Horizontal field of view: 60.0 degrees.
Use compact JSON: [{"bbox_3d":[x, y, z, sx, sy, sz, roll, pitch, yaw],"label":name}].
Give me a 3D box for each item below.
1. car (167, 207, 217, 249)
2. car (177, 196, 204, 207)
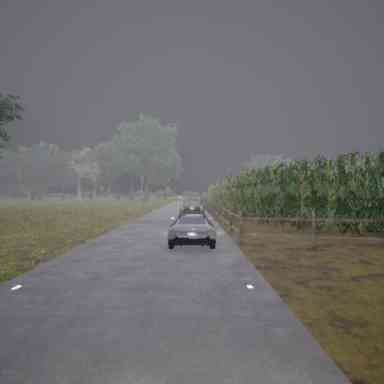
[{"bbox_3d":[0.000,1.579,14.650,1.994,1.385,4.181,0,0,0],"label":"car"},{"bbox_3d":[0.000,1.388,29.622,2.097,1.767,4.553,0,0,0],"label":"car"}]
